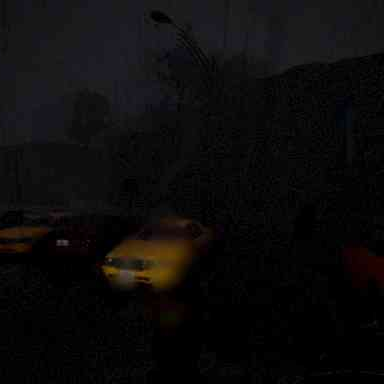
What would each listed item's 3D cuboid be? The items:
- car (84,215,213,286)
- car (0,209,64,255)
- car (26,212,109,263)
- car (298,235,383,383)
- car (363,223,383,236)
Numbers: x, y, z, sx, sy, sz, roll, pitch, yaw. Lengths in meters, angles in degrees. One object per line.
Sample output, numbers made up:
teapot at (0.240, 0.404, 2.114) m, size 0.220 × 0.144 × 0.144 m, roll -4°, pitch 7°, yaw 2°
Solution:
car at (-0.677, 1.487, 9.754) m, size 1.946 × 1.575 × 5.366 m, roll 1°, pitch -1°, yaw 16°
car at (-5.534, 1.483, 13.220) m, size 1.946 × 1.575 × 5.366 m, roll 0°, pitch -1°, yaw 16°
car at (-3.054, 1.520, 11.695) m, size 2.163 × 1.488 × 4.792 m, roll 0°, pitch -1°, yaw 15°
car at (2.702, 1.349, 1.450) m, size 4.553 × 1.767 × 2.097 m, roll 0°, pitch 0°, yaw 35°
car at (4.218, 1.365, 6.440) m, size 2.185 × 1.767 × 4.553 m, roll 0°, pitch -1°, yaw 15°
